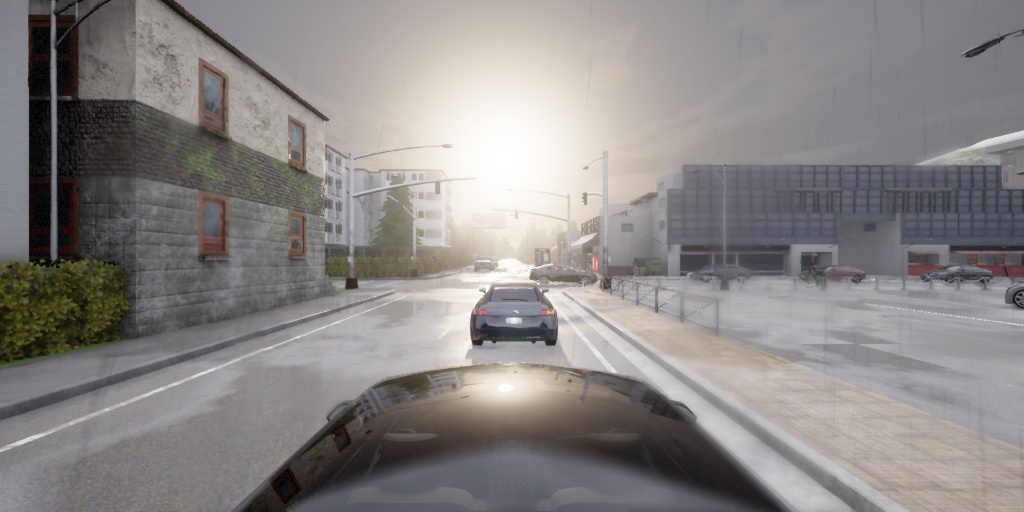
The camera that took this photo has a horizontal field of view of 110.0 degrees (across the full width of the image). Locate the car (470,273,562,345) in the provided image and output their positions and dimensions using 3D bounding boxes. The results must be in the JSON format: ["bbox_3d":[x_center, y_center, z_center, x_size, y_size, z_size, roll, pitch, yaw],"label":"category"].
[{"bbox_3d":[0.054,1.314,9.473,1.994,1.385,4.181,0,0,0],"label":"car"}]

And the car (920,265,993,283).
[{"bbox_3d":[36.712,1.452,29.617,4.674,1.442,1.812,0,0,0],"label":"car"}]

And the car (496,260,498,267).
[{"bbox_3d":[-3.647,1.351,56.983,1.895,1.301,4.718,0,0,0],"label":"car"}]

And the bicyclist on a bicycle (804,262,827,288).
[{"bbox_3d":[18.692,1.227,22.092,0.582,1.620,1.656,0,0,0],"label":"bicyclist on a bicycle"}]

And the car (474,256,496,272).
[{"bbox_3d":[-3.647,0.972,47.090,2.150,2.045,5.566,0,0,0],"label":"car"}]

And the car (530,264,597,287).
[{"bbox_3d":[3.652,1.345,25.832,4.902,1.511,2.128,1,0,0],"label":"car"}]

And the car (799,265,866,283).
[{"bbox_3d":[26.402,1.452,29.597,4.674,1.442,1.812,0,0,0],"label":"car"}]

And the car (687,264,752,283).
[{"bbox_3d":[17.037,1.417,29.569,4.902,1.511,2.128,0,0,0],"label":"car"}]
